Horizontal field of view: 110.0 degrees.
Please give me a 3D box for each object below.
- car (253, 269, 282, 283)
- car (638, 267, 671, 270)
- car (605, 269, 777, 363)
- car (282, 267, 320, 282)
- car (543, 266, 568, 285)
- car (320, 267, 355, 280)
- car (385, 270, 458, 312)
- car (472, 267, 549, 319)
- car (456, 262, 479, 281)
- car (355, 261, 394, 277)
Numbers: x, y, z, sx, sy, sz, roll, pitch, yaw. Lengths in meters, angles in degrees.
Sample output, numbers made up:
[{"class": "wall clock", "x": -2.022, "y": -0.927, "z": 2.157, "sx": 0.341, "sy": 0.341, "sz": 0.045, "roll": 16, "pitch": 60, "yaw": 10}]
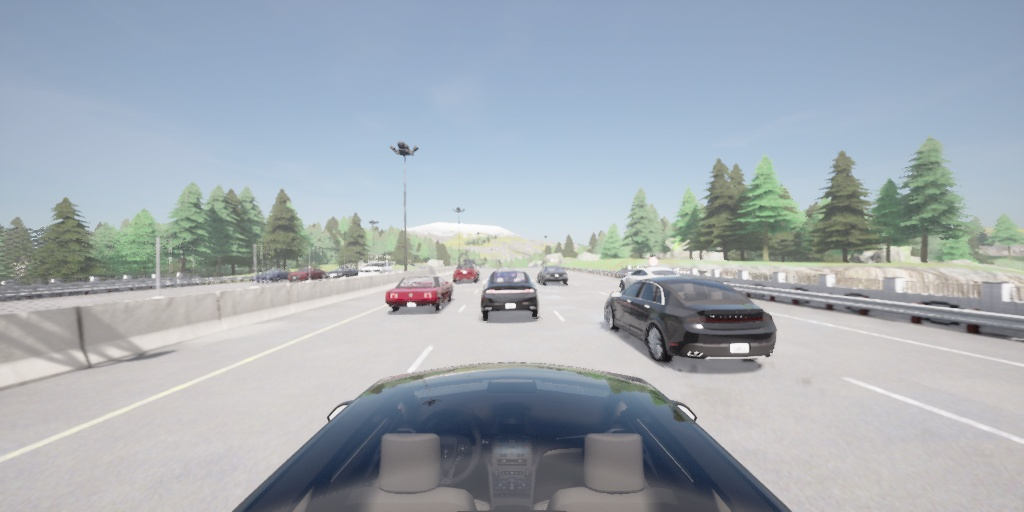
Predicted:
[{"class": "car", "x": -25.305, "y": 2.077, "z": 38.740, "sx": 2.033, "sy": 1.411, "sz": 5.357, "roll": -1, "pitch": -1, "yaw": -1}, {"class": "car", "x": 6.784, "y": 1.246, "z": 17.449, "sx": 1.812, "sy": 1.442, "sz": 4.674, "roll": -1, "pitch": -1, "yaw": -1}, {"class": "car", "x": 3.516, "y": 1.213, "z": 8.059, "sx": 1.837, "sy": 1.490, "sz": 4.892, "roll": -1, "pitch": 0, "yaw": -1}, {"class": "car", "x": -21.805, "y": 1.945, "z": 38.365, "sx": 1.882, "sy": 1.535, "sz": 5.008, "roll": -1, "pitch": -1, "yaw": -1}, {"class": "car", "x": 3.064, "y": 1.454, "z": 27.571, "sx": 2.033, "sy": 1.411, "sz": 5.357, "roll": -1, "pitch": -1, "yaw": -1}, {"class": "car", "x": -18.313, "y": 1.912, "z": 38.971, "sx": 2.128, "sy": 1.511, "sz": 4.902, "roll": -1, "pitch": -1, "yaw": -1}, {"class": "car", "x": -3.646, "y": 1.469, "z": 15.038, "sx": 1.895, "sy": 1.301, "sz": 4.718, "roll": -1, "pitch": 0, "yaw": -1}, {"class": "car", "x": -0.100, "y": 1.286, "z": 13.030, "sx": 2.128, "sy": 1.511, "sz": 4.902, "roll": -1, "pitch": 0, "yaw": -1}, {"class": "car", "x": -4.056, "y": 1.446, "z": 32.576, "sx": 2.097, "sy": 1.767, "sz": 4.553, "roll": -1, "pitch": -1, "yaw": -1}, {"class": "car", "x": -14.825, "y": 1.594, "z": 39.583, "sx": 2.150, "sy": 2.045, "sz": 5.566, "roll": -1, "pitch": -1, "yaw": -1}]
